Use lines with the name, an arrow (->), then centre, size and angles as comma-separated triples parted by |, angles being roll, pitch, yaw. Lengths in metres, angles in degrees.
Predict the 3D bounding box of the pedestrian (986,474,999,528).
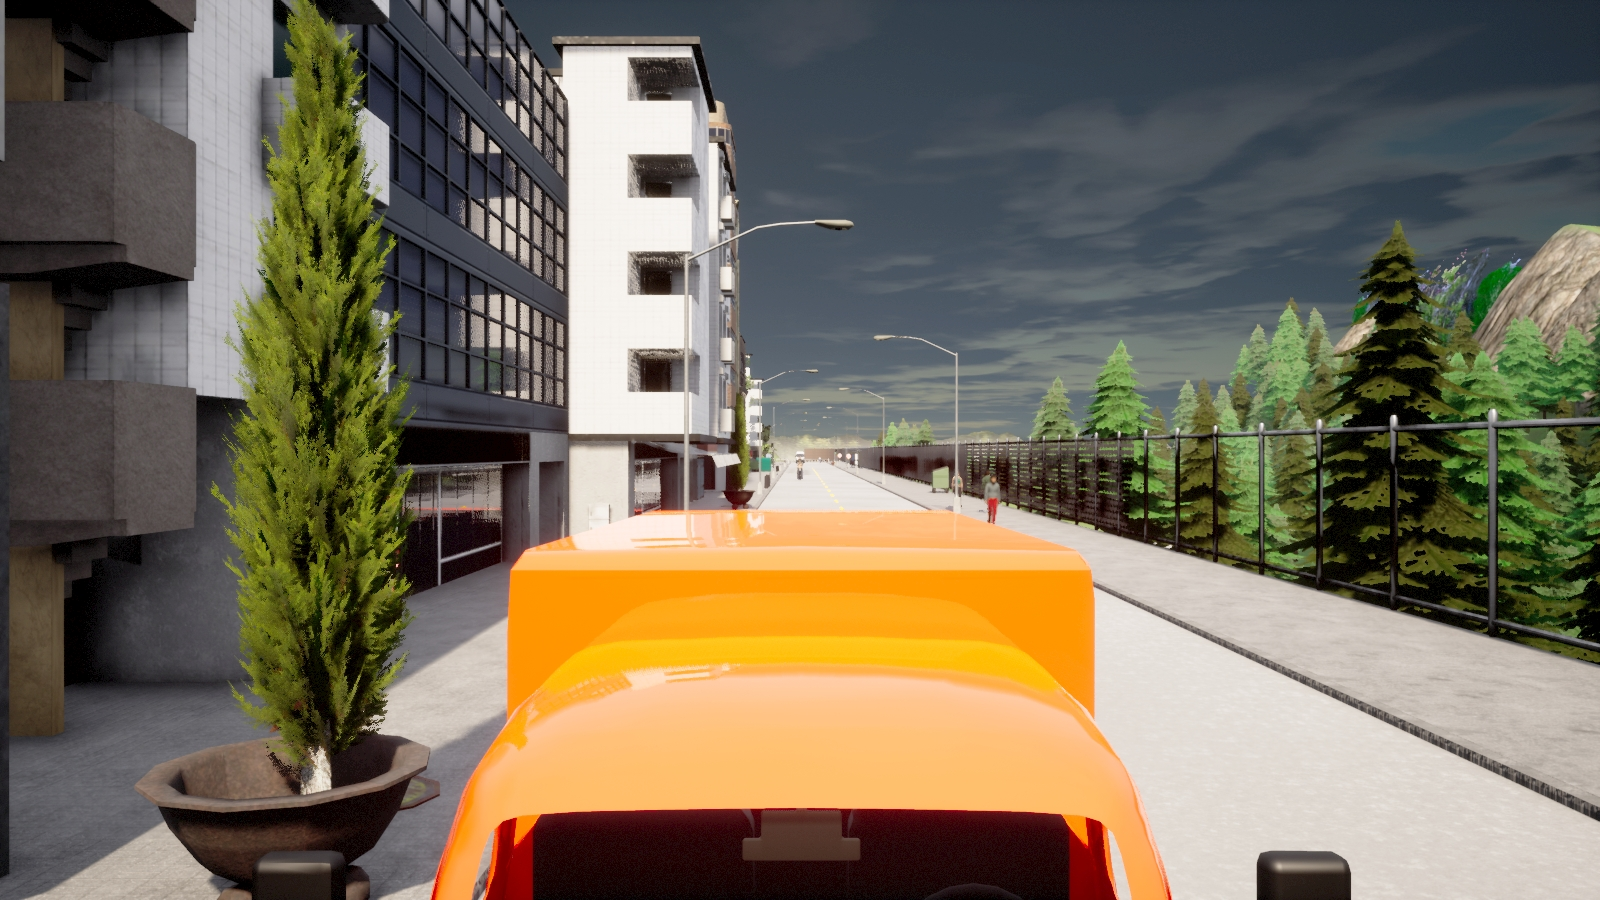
pedestrian -> 6.660, 1.760, 39.514 | 0.375, 1.860, 0.375 | 0, 0, -2

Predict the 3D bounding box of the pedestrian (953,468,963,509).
pedestrian -> 7.247, 1.766, 52.375 | 0.375, 1.860, 0.375 | 0, 0, -2

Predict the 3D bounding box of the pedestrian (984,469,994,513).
pedestrian -> 8.094, 1.764, 48.935 | 0.375, 1.860, 0.375 | 0, 0, -4

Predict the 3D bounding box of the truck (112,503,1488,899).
truck -> 0.000, 1.571, 4.781 | 2.627, 2.467, 5.204 | 0, 0, 0
